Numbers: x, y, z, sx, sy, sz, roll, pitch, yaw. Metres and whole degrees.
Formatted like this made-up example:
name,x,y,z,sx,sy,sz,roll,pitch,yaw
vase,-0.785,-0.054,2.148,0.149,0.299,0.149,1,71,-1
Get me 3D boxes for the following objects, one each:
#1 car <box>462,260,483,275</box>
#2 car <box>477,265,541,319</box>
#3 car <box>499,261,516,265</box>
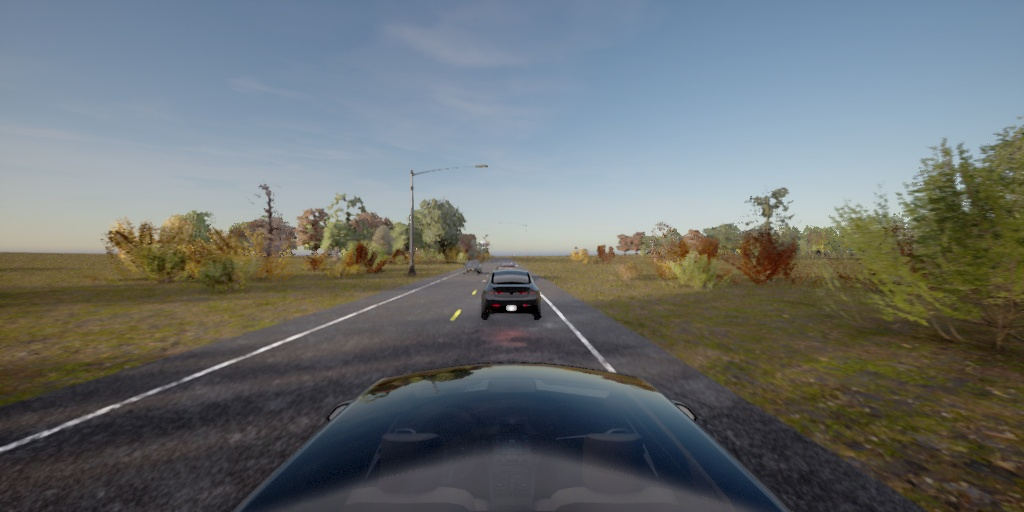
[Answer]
name,x,y,z,sx,sy,sz,roll,pitch,yaw
car,-4.154,1.179,38.534,1.837,1.490,4.892,0,0,-1
car,-0.052,1.234,12.673,1.837,1.490,4.892,0,0,-1
car,-0.419,1.186,31.844,2.128,1.511,4.902,0,0,-1
